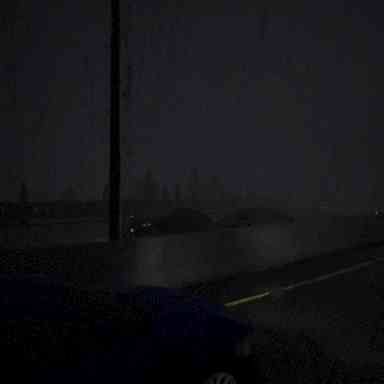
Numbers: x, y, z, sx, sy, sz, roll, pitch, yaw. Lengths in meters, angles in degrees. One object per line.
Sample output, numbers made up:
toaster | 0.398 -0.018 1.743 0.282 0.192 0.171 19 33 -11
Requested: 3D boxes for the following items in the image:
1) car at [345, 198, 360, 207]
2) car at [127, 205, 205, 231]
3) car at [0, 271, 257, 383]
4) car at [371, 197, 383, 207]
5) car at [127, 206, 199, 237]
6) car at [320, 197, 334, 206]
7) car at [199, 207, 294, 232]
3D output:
car | 23.478 1.510 48.753 1.895 1.301 4.718 0 0 25
car | -1.516 1.541 20.766 4.718 1.301 1.895 0 0 -42
car | -1.639 1.466 2.801 5.008 1.535 1.882 0 0 -34
car | 26.688 1.410 47.436 2.128 1.511 4.902 0 0 25
car | -0.954 1.478 16.701 4.674 1.442 1.812 0 0 -40
car | 21.830 1.455 53.801 1.994 1.385 4.181 0 0 23
car | 2.840 1.467 15.349 4.892 1.490 1.837 0 1 -42
